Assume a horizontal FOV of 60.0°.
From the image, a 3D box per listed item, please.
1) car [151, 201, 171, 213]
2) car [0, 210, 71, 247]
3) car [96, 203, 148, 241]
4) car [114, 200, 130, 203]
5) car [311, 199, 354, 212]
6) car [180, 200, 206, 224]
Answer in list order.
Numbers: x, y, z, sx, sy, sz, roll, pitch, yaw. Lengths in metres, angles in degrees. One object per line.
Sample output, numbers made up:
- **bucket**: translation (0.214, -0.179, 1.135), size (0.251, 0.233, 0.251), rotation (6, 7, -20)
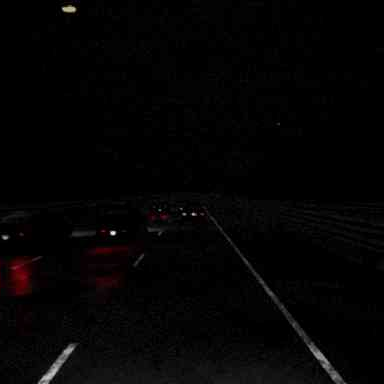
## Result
- **car**: translation (-3.413, 1.629, 37.566), size (1.895, 1.301, 4.718), rotation (0, 0, 0)
- **car**: translation (-6.910, 1.500, 14.658), size (1.812, 1.442, 4.674), rotation (0, 0, 0)
- **car**: translation (-3.403, 1.513, 16.732), size (1.837, 1.490, 4.892), rotation (0, 0, 0)
- **car**: translation (-6.906, 1.550, 33.153), size (1.812, 1.442, 4.674), rotation (0, 0, 0)
- **car**: translation (14.007, 1.480, 33.414), size (2.097, 1.767, 4.553), rotation (0, 0, -15)
- **car**: translation (0.095, 1.566, 25.127), size (2.033, 1.411, 5.357), rotation (0, 0, 0)
